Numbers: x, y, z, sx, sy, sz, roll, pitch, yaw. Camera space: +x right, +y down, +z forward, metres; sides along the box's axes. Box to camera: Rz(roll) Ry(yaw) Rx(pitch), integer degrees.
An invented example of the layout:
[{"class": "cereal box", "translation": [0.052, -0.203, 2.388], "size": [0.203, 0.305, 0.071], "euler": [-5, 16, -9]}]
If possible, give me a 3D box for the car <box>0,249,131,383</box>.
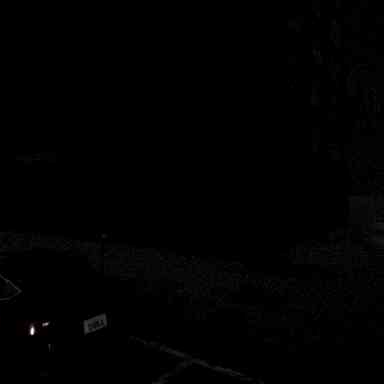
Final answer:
[{"class": "car", "translation": [-2.815, 1.566, 5.076], "size": [4.313, 1.339, 1.947], "euler": [0, 0, 35]}]
